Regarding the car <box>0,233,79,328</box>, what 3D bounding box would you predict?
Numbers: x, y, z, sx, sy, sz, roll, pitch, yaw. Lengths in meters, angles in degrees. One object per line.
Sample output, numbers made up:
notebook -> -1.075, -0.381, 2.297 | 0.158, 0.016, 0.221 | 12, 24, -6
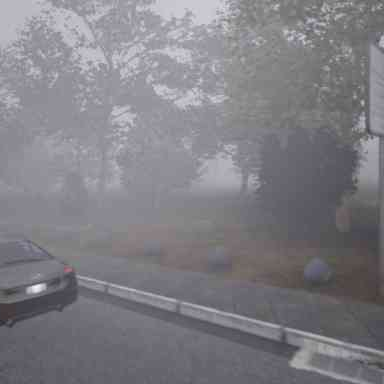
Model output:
car -> -4.128, 1.508, 6.513 | 4.181, 1.385, 1.994 | 1, 0, 36
